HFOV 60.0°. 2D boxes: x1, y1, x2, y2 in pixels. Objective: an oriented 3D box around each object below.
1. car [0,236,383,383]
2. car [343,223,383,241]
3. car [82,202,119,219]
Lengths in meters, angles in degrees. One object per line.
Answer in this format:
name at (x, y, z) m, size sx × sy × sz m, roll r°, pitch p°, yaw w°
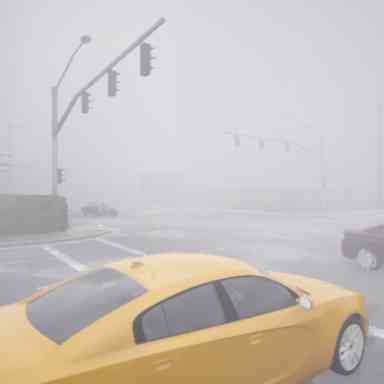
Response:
car at (0.114, 1.477, 3.871) m, size 5.008 × 1.535 × 1.882 m, roll 0°, pitch 0°, yaw -36°
car at (6.497, 1.480, 8.702) m, size 1.882 × 1.535 × 5.008 m, roll 0°, pitch 0°, yaw -35°
car at (-8.213, 1.607, 29.639) m, size 1.895 × 1.301 × 4.718 m, roll 0°, pitch 0°, yaw -35°
